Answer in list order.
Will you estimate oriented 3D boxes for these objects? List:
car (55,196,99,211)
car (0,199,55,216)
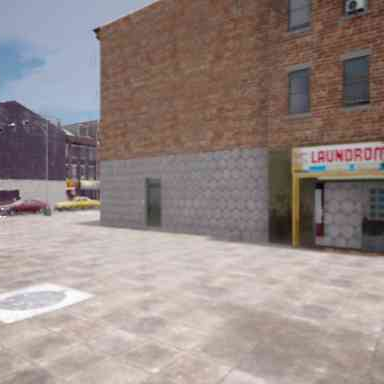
[{"bbox_3d":[-11.874,1.146,34.238,1.752,1.417,4.829,2,2,36],"label":"car"},{"bbox_3d":[-14.990,1.319,29.876,1.802,1.307,4.206,2,2,36],"label":"car"}]
